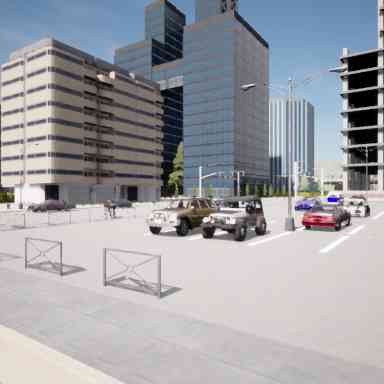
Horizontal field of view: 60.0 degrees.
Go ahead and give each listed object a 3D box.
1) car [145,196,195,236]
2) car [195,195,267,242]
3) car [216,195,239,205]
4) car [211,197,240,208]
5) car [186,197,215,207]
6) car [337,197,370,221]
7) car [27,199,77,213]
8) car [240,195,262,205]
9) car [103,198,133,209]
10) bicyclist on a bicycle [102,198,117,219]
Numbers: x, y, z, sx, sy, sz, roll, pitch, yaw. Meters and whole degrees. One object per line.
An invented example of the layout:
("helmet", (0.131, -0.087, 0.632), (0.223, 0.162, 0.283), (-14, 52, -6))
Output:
("car", (-0.276, 1.153, 17.279), (1.932, 1.855, 4.605), (0, 0, 34))
("car", (2.094, 1.156, 15.617), (1.905, 1.878, 3.866), (0, 0, 34))
("car", (6.360, 1.352, 58.781), (2.097, 1.767, 4.553), (0, 0, 34))
("car", (5.135, 1.547, 50.475), (2.033, 1.411, 5.357), (0, 0, 33))
("car", (1.322, 1.492, 51.149), (2.128, 1.511, 4.902), (0, 0, 34))
("car", (14.097, 1.395, 28.592), (1.970, 1.475, 3.806), (0, 0, 34))
("car", (-15.954, 1.547, 38.177), (2.033, 1.411, 5.357), (0, 0, 34))
("car", (10.395, 1.352, 58.354), (2.097, 1.767, 4.553), (0, 0, 34))
("car", (-10.329, 1.564, 46.550), (1.994, 1.385, 4.181), (0, 0, 35))
("bicyclist on a bicycle", (-6.520, 1.302, 26.229), (1.656, 1.620, 0.582), (0, 0, 34))
